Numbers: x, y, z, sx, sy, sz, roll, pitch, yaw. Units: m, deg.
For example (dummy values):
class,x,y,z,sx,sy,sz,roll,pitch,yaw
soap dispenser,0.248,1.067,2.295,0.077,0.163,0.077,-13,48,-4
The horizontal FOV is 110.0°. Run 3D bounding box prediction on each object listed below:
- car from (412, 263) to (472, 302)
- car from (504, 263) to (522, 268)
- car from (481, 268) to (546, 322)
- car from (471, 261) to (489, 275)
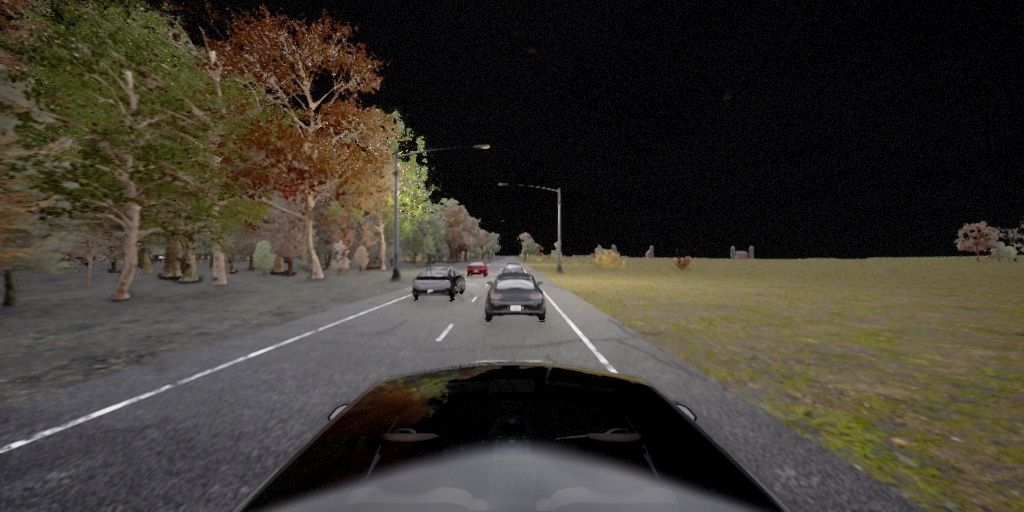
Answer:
class,x,y,z,sx,sy,sz,roll,pitch,yaw
car,-3.392,1.262,17.323,2.128,1.511,4.902,0,0,0
car,0.102,1.334,30.459,2.033,1.411,5.357,0,0,0
car,0.105,1.289,12.278,1.812,1.442,4.674,0,0,0
car,-3.388,1.275,36.318,1.882,1.535,5.008,0,0,0
